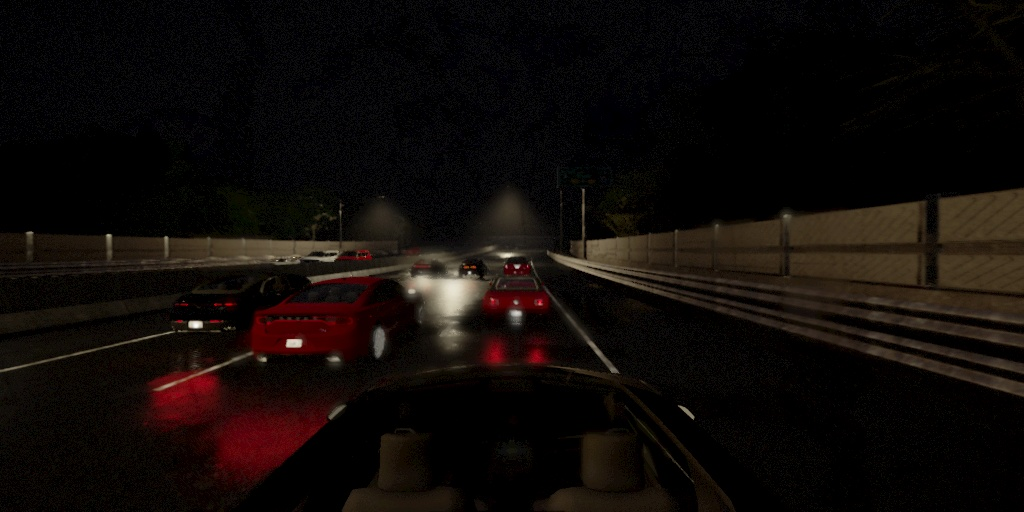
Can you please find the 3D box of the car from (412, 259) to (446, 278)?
[{"bbox_3d":[-6.561,0.939,28.559,2.128,1.511,4.902,0,1,1],"label":"car"}]

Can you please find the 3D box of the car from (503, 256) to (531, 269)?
[{"bbox_3d":[0.433,0.809,28.227,2.097,1.767,4.553,0,1,1],"label":"car"}]

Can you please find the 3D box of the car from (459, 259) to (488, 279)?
[{"bbox_3d":[-3.056,0.951,28.739,1.837,1.490,4.892,0,1,1],"label":"car"}]

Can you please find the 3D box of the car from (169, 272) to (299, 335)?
[{"bbox_3d":[-6.861,1.202,10.225,1.837,1.490,4.892,0,1,1],"label":"car"}]

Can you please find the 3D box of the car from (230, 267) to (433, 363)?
[{"bbox_3d":[-3.384,1.190,8.087,1.882,1.535,5.008,0,1,1],"label":"car"}]

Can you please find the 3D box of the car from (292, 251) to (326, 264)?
[{"bbox_3d":[-20.479,0.457,38.376,2.150,2.045,5.566,0,1,2],"label":"car"}]

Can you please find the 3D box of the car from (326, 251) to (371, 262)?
[{"bbox_3d":[-16.981,0.461,38.241,2.150,2.045,5.566,0,1,2],"label":"car"}]

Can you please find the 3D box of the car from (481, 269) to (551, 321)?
[{"bbox_3d":[0.160,1.283,12.085,1.895,1.301,4.718,0,1,1],"label":"car"}]

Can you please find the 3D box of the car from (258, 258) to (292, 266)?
[{"bbox_3d":[-24.016,0.861,37.290,1.895,1.301,4.718,0,1,2],"label":"car"}]
